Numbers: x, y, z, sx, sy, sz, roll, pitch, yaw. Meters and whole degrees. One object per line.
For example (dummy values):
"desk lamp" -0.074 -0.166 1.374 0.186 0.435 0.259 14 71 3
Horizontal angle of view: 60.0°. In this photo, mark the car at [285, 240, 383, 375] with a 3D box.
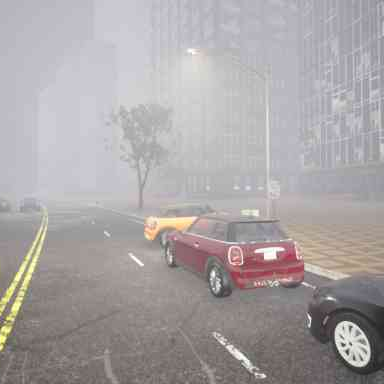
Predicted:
"car" 3.588 1.505 3.462 1.837 1.490 4.892 0 0 -36

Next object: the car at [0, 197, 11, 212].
"car" -22.033 1.390 38.002 2.097 1.767 4.553 0 0 -24

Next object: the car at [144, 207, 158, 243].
"car" 0.248 1.277 14.599 4.553 1.767 2.097 -3 1 -18

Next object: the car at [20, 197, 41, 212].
"car" -19.072 1.393 39.341 2.097 1.767 4.553 0 0 -24

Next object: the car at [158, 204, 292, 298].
"car" 0.821 1.355 8.916 2.097 1.767 4.553 0 0 -22
